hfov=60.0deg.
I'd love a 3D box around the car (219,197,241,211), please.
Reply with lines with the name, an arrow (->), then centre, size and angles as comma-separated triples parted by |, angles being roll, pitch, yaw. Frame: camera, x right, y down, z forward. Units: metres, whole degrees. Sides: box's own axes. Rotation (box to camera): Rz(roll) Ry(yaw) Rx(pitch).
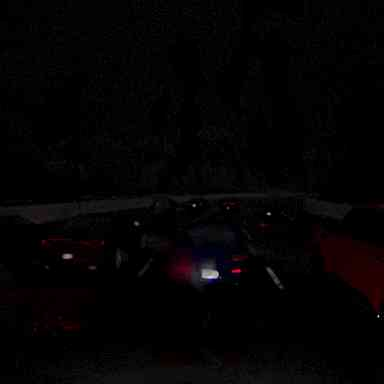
car -> 3.817, 1.258, 33.180 | 2.128, 1.511, 4.902 | 0, 1, 11

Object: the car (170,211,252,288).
car -> 0.531, 1.461, 8.940 | 1.812, 1.442, 4.674 | 0, 1, 4

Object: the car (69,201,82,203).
car -> -14.713, 1.143, 47.059 | 1.882, 1.535, 5.008 | 0, 0, 14

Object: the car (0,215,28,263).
car -> -6.355, 1.470, 10.796 | 2.033, 1.411, 5.357 | 0, 0, 5

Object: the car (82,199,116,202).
car -> -11.861, 1.233, 44.205 | 2.033, 1.411, 5.357 | 0, 0, 14

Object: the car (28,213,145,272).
car -> -2.845, 1.401, 10.600 | 1.882, 1.535, 5.008 | 0, 1, 5

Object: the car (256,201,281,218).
car -> 6.434, 1.402, 28.253 | 1.895, 1.301, 4.718 | 0, 0, 10

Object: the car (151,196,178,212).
car -> -2.884, 1.314, 35.322 | 1.994, 1.385, 4.181 | 0, 0, 12

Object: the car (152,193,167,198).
car -> -8.389, 0.905, 85.860 | 1.895, 1.301, 4.718 | 0, 0, 24

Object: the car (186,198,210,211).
car -> 0.653, 1.316, 35.151 | 1.994, 1.385, 4.181 | 0, 0, 12

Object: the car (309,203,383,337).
car -> 3.813, 1.183, 5.790 | 2.150, 2.045, 5.566 | 0, 1, 4
